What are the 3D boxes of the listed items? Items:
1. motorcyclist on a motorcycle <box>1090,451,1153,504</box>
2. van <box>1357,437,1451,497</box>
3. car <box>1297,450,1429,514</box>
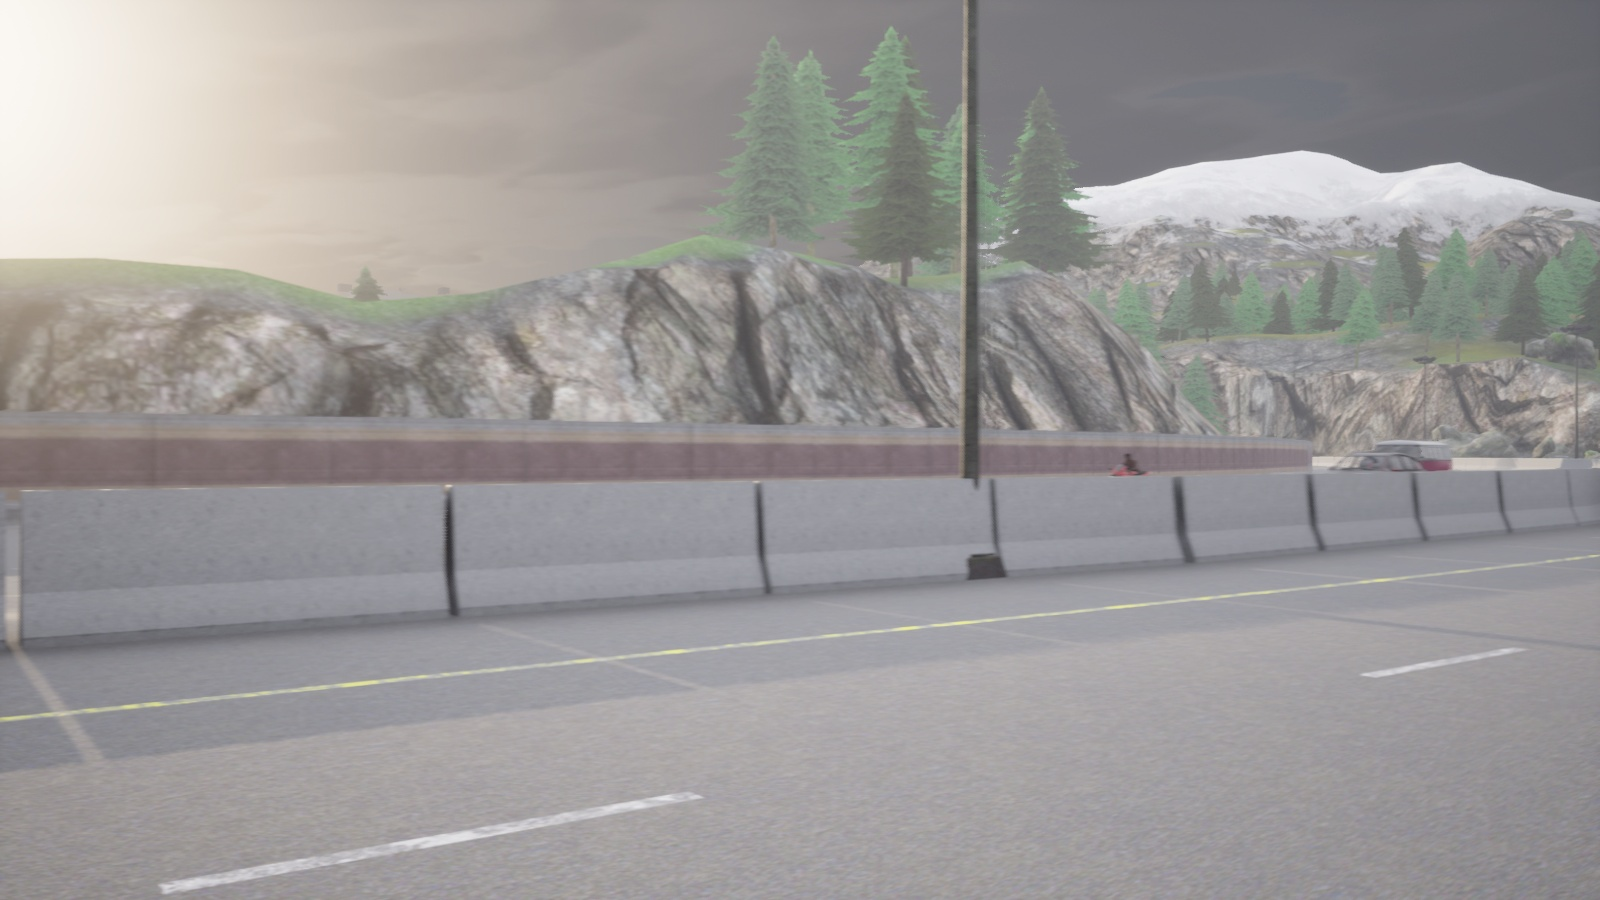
[{"bbox_3d":[9.541,0.800,37.235,2.044,1.523,0.797,0,-1,-42],"label":"motorcyclist on a motorcycle"},{"bbox_3d":[21.248,0.563,44.089,1.775,1.987,4.442,0,0,42],"label":"van"},{"bbox_3d":[14.549,0.772,32.389,3.705,1.549,1.789,0,0,-42],"label":"car"}]
